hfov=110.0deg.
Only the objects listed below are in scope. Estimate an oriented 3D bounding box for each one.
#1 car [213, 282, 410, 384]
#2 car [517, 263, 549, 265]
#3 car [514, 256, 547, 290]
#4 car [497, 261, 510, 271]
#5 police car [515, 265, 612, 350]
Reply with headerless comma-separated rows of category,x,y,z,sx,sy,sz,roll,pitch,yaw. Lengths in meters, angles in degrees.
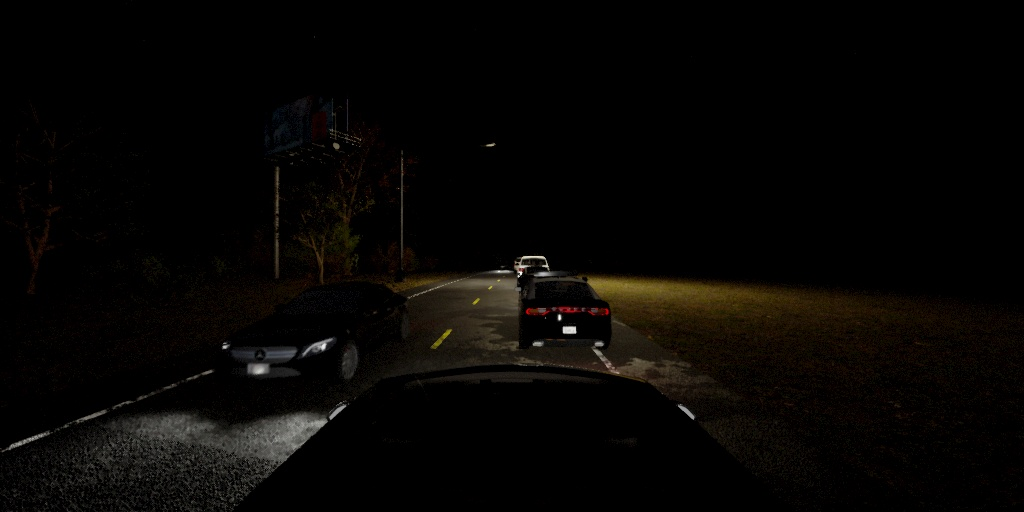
car,-3.435,1.281,7.217,1.812,1.442,4.674,0,0,1
car,1.288,1.296,19.131,1.837,1.490,4.892,0,0,1
car,1.460,1.044,25.140,2.150,2.045,5.566,0,0,2
car,-1.330,1.574,57.887,2.128,1.511,4.902,0,-1,4
police car,1.104,1.184,9.275,1.930,1.638,5.238,0,0,1
